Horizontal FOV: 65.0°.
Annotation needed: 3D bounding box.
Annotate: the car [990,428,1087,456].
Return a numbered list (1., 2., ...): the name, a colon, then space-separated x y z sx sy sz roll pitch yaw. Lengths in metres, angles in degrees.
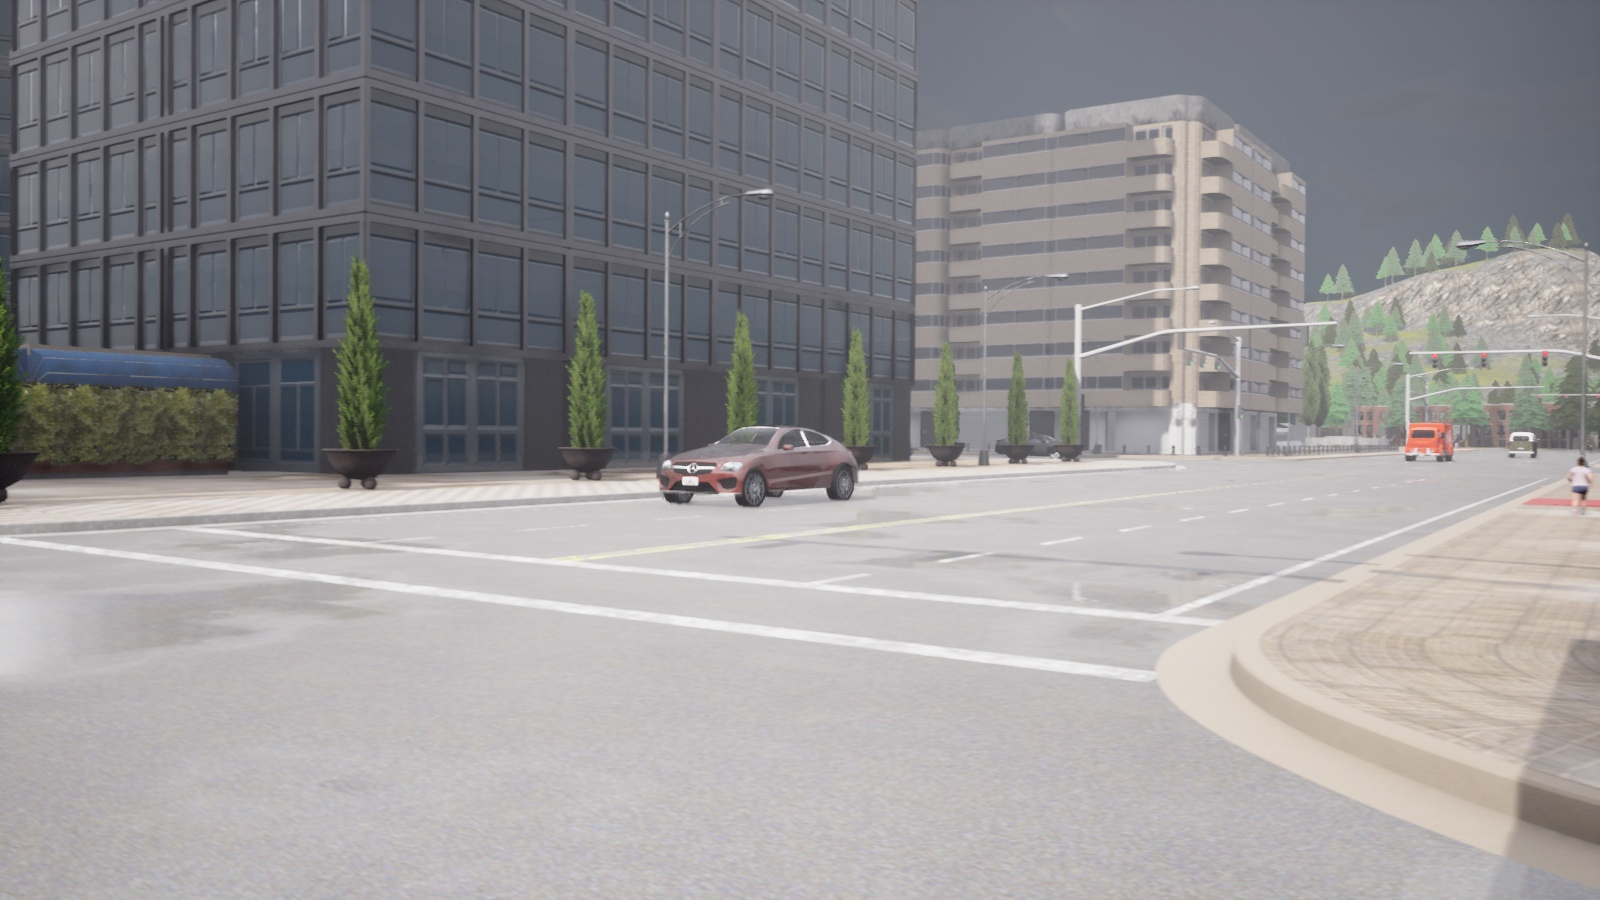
1. car: 13.312 -0.437 70.139 4.902 1.511 2.128 0 1 34

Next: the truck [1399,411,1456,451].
1. truck: 40.697 -1.230 81.333 2.627 2.467 5.204 0 1 34

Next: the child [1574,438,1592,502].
1. child: 13.713 0.346 21.985 0.255 1.110 0.394 0 1 35

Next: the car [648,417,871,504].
1. car: -0.719 0.159 26.568 2.152 1.651 5.027 0 1 34
